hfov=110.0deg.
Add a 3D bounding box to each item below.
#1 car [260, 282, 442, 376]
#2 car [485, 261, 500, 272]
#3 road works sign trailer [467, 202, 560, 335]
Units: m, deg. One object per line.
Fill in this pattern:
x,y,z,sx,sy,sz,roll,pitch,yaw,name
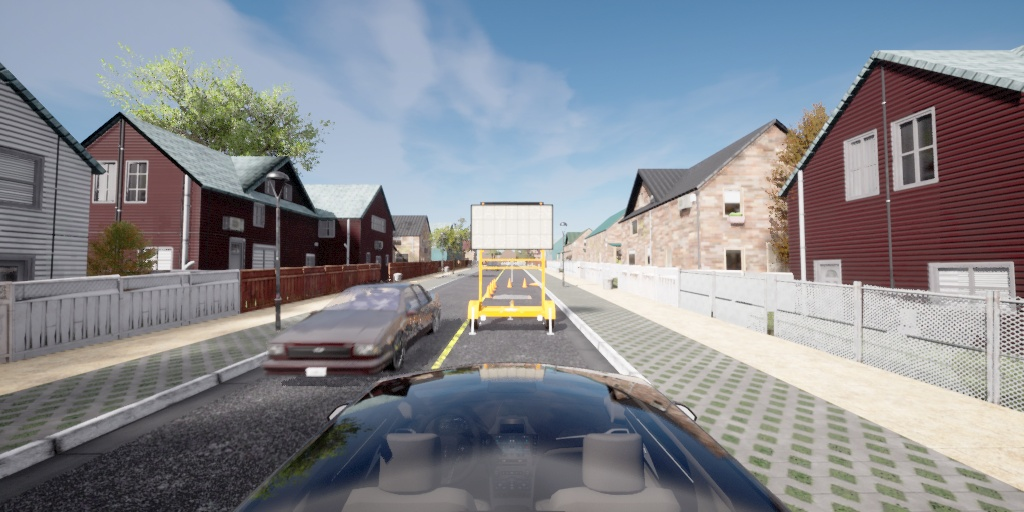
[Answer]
-2.846,1.304,7.880,2.033,1.411,5.357,0,0,0,car
-2.816,1.484,52.109,1.837,1.490,4.892,0,0,0,car
0.002,0.226,10.564,2.380,3.560,2.880,0,0,1,road works sign trailer
